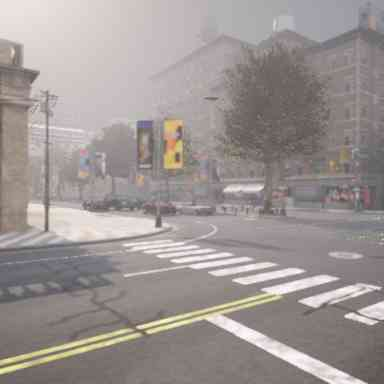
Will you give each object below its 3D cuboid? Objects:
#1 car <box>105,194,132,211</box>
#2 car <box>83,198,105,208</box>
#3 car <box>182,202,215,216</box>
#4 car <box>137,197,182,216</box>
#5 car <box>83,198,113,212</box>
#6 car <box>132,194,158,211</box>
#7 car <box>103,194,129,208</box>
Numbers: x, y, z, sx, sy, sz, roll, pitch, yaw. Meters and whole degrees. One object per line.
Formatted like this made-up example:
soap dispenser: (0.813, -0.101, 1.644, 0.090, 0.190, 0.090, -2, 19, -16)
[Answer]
car: (-9.286, 1.321, 42.764, 2.150, 2.045, 5.566, 0, 0, -35)
car: (-15.100, 1.663, 51.053, 1.994, 1.385, 4.181, 0, 0, -35)
car: (0.321, 1.719, 35.203, 1.895, 1.301, 4.718, 0, 0, -35)
car: (-3.431, 1.576, 34.454, 1.882, 1.535, 5.008, 0, 0, -35)
car: (-11.781, 1.675, 40.834, 1.895, 1.301, 4.718, 0, 0, -35)
car: (-5.301, 1.340, 43.189, 2.150, 2.045, 5.566, 0, 0, -35)
car: (-12.132, 1.339, 52.925, 2.150, 2.045, 5.566, 0, 0, -35)
